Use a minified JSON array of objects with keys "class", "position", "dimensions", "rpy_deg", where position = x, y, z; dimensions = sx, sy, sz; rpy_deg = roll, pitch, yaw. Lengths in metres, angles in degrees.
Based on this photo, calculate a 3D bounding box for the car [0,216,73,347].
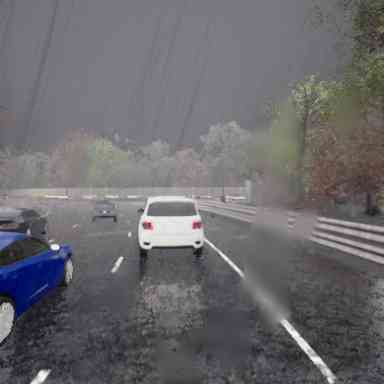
[{"class":"car","position":[-3.760,1.481,6.246],"dimensions":[1.882,1.535,5.008],"rpy_deg":[0,0,-3]}]

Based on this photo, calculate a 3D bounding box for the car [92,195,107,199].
[{"class":"car","position":[-15.709,1.309,56.313],"dimensions":[2.097,1.767,4.553],"rpy_deg":[0,0,-30]}]

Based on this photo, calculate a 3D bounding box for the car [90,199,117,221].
[{"class":"car","position":[-7.016,1.525,26.714],"dimensions":[2.033,1.411,5.357],"rpy_deg":[0,0,-15]}]

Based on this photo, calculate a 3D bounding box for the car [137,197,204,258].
[{"class":"car","position":[-0.923,1.200,12.970],"dimensions":[2.150,2.045,5.566],"rpy_deg":[0,0,-7]}]

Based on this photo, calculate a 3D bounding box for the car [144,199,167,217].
[{"class":"car","position":[-3.622,1.500,32.364],"dimensions":[2.033,1.411,5.357],"rpy_deg":[0,0,-7]}]

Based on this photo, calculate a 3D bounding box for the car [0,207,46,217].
[{"class":"car","position":[-8.372,1.509,16.041],"dimensions":[1.837,1.490,4.892],"rpy_deg":[0,0,-9]}]
